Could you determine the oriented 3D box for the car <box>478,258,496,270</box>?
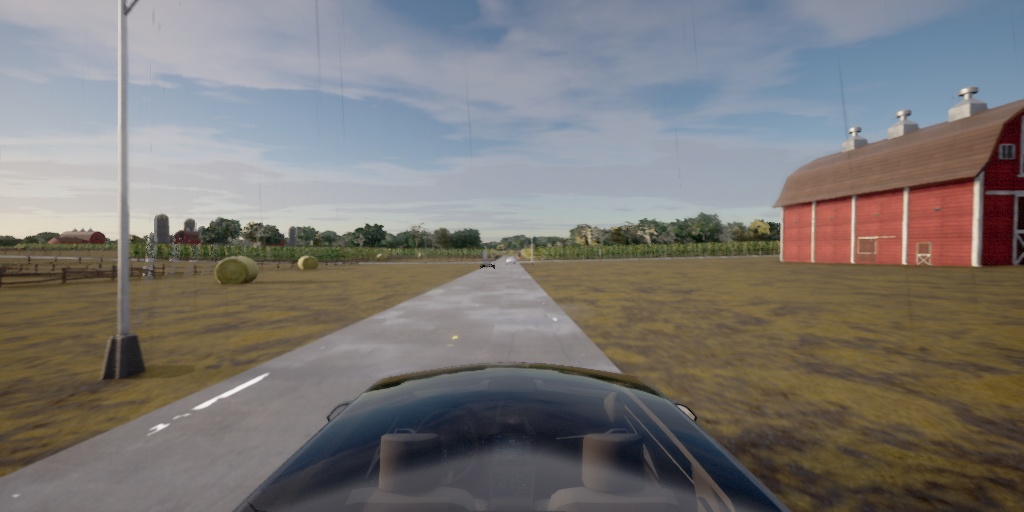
[{"bbox_3d":[-2.852,0.909,41.969,1.895,1.301,4.718,0,0,0],"label":"car"}]
